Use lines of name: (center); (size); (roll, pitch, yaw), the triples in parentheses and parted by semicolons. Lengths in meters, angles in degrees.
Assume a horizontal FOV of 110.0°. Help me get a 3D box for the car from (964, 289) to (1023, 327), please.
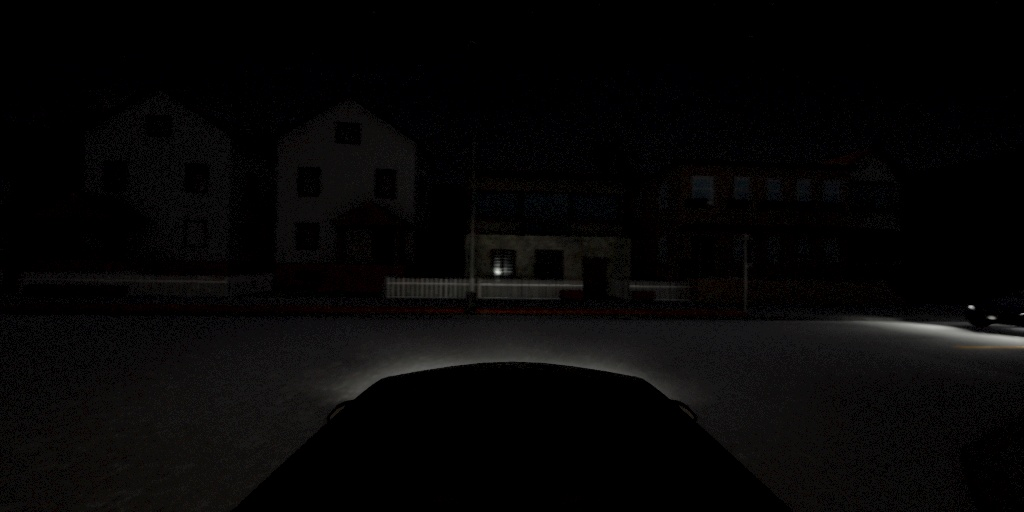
car: (17.542, 1.717, 11.521); (4.674, 1.442, 1.812); (1, -1, -3)
